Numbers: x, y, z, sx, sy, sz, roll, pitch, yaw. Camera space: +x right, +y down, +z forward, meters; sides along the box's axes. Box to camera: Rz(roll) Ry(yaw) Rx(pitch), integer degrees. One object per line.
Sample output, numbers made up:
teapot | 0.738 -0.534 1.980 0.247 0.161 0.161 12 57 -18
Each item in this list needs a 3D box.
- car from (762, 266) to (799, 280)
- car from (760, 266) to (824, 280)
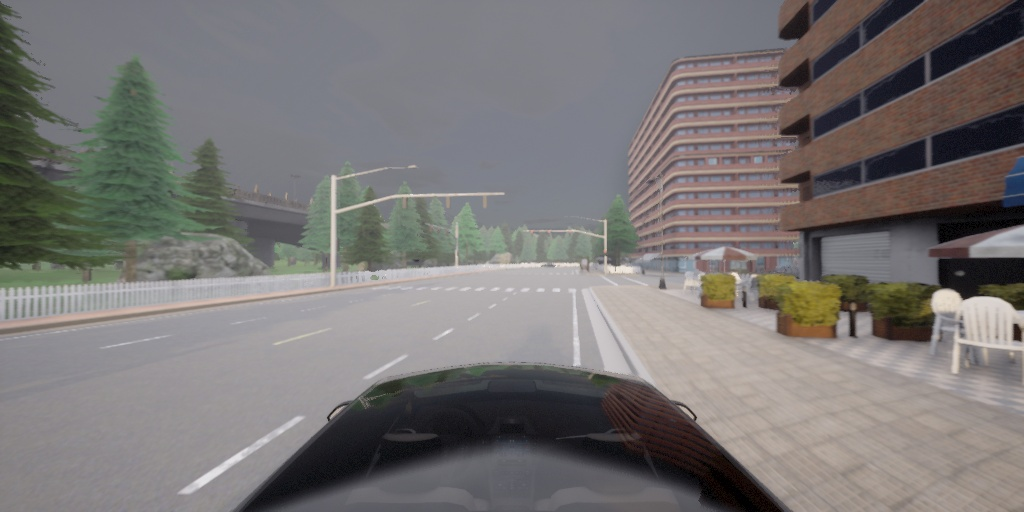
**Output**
car | 28.649 1.798 37.058 4.902 1.511 2.128 0 -1 10
car | 31.212 1.897 40.157 5.357 1.411 2.033 0 -1 10
